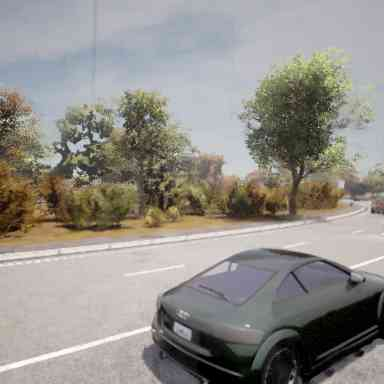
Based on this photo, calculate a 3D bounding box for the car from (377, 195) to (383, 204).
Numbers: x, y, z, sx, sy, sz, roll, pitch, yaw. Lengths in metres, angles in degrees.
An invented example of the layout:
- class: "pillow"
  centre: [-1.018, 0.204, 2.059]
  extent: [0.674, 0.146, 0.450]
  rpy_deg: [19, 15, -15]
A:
- class: "car"
  centre: [39.548, 1.491, 68.084]
  extent: [2.097, 1.767, 4.553]
  rpy_deg: [0, 0, 16]

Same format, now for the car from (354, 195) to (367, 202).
- class: "car"
  centre: [37.336, 1.371, 73.599]
  extent: [2.097, 1.767, 4.553]
  rpy_deg: [0, 0, 14]

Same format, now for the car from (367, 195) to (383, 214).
- class: "car"
  centre: [20.607, 1.449, 35.810]
  extent: [2.097, 1.767, 4.553]
  rpy_deg: [0, 0, 34]

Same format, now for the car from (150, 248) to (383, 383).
- class: "car"
  centre: [1.472, 1.583, 5.086]
  extent: [4.181, 1.385, 1.994]
  rpy_deg: [0, 0, -38]
